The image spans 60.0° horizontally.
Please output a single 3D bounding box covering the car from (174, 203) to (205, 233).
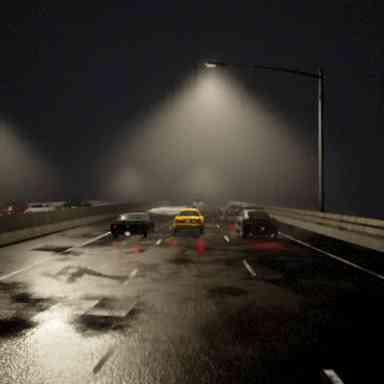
[{"bbox_3d":[-0.119,1.749,21.946,1.801,1.575,5.366,0,-1,3],"label":"car"}]

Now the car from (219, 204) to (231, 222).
[{"bbox_3d":[3.797,1.915,30.302,1.837,1.490,4.892,0,-1,1],"label":"car"}]

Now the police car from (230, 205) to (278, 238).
[{"bbox_3d":[3.630,1.686,19.493,1.930,1.638,5.238,0,-1,1],"label":"police car"}]

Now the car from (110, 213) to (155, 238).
[{"bbox_3d":[-3.267,1.858,19.270,1.895,1.301,4.718,0,-1,1],"label":"car"}]

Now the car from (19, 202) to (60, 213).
[{"bbox_3d":[-17.146,2.037,37.601,1.812,1.442,4.674,0,-1,1],"label":"car"}]

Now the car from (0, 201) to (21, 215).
[{"bbox_3d":[-20.628,1.873,38.313,2.097,1.767,4.553,0,-1,1],"label":"car"}]

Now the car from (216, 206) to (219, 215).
[{"bbox_3d":[4.036,2.170,41.250,1.895,1.301,4.718,0,-1,1],"label":"car"}]

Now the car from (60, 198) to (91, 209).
[{"bbox_3d":[-13.612,1.755,39.156,2.150,2.045,5.566,0,-1,1],"label":"car"}]

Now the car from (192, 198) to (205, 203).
[{"bbox_3d":[1.221,2.092,60.727,2.150,2.045,5.566,0,-1,2],"label":"car"}]
